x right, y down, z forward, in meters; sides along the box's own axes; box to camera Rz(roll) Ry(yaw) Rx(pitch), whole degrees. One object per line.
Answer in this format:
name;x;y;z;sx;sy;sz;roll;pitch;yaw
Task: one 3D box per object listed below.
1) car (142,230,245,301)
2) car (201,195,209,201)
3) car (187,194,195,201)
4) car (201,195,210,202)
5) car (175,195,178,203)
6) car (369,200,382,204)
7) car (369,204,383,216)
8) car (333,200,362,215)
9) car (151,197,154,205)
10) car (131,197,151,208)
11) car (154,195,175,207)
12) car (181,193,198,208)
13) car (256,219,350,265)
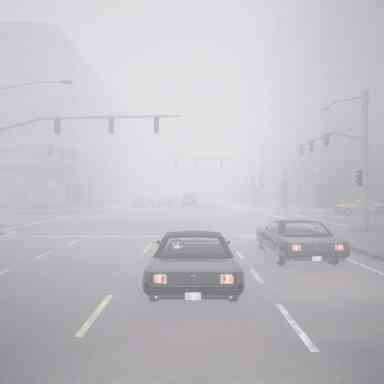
car;0.036;1.601;8.246;1.895;1.301;4.718;0;0;0
car;3.318;1.552;87.362;1.994;1.385;4.181;0;0;1
car;-0.183;1.355;87.230;2.097;1.767;4.553;0;0;1
car;3.227;1.595;77.387;1.895;1.301;4.718;0;0;1
car;-4.001;1.505;60.083;1.837;1.490;4.892;0;0;1
car;19.245;1.547;30.761;4.902;1.511;2.128;0;0;0
car;3.592;1.221;1.882;2.150;2.045;5.566;0;0;0
car;17.179;1.533;34.261;5.008;1.535;1.882;0;0;0
car;-7.533;1.547;58.398;2.033;1.411;5.357;0;0;0
car;-7.560;1.505;47.830;1.837;1.490;4.892;0;0;0
car;-4.079;1.547;50.240;2.033;1.411;5.357;0;0;0
car;-0.307;1.222;47.529;2.150;2.045;5.566;0;0;-1
car;3.539;1.601;11.634;1.895;1.301;4.718;0;0;0
